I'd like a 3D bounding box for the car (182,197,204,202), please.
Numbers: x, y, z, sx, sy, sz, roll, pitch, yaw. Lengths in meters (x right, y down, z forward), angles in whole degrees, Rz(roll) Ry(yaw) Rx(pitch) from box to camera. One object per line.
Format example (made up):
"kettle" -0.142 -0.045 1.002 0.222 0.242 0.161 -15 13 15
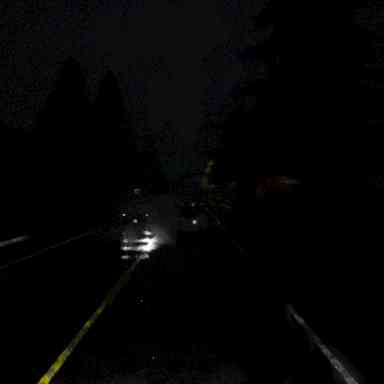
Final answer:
"car" 0.089 1.240 33.229 2.097 1.767 4.553 0 0 0

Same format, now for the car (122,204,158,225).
"car" -3.575 1.522 23.222 1.895 1.301 4.718 0 0 0

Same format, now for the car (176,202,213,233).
"car" 0.100 1.499 19.058 1.994 1.385 4.181 0 0 -1
